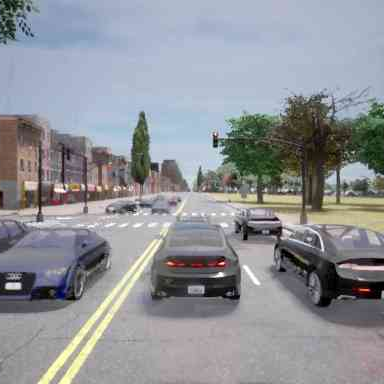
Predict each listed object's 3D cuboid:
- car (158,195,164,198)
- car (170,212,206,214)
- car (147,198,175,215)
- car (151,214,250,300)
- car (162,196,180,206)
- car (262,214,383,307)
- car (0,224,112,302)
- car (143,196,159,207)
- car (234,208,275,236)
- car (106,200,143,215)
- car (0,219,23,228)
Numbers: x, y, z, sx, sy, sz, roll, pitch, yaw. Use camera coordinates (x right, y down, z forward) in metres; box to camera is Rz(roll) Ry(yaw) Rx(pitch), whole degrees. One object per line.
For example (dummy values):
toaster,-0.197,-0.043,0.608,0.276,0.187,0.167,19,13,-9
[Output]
car,-6.496,1.404,69.035,1.837,1.490,4.892,0,0,0
car,0.053,1.688,17.733,1.895,1.301,4.718,0,0,0
car,-3.346,1.679,36.605,2.033,1.411,5.357,0,0,0
car,0.082,1.530,8.428,1.837,1.490,4.892,0,0,0
car,-3.339,1.636,53.942,1.895,1.301,4.718,0,0,0
car,3.331,1.514,7.986,2.128,1.511,4.902,0,0,0
car,-3.349,1.588,8.245,1.994,1.385,4.181,0,0,0
car,-6.591,1.616,49.714,2.033,1.411,5.357,0,0,0
car,3.299,1.576,17.196,2.128,1.511,4.902,0,0,0
car,-7.524,1.626,36.016,2.128,1.511,4.902,0,0,15
car,-6.601,1.584,10.456,2.033,1.411,5.357,0,0,0
